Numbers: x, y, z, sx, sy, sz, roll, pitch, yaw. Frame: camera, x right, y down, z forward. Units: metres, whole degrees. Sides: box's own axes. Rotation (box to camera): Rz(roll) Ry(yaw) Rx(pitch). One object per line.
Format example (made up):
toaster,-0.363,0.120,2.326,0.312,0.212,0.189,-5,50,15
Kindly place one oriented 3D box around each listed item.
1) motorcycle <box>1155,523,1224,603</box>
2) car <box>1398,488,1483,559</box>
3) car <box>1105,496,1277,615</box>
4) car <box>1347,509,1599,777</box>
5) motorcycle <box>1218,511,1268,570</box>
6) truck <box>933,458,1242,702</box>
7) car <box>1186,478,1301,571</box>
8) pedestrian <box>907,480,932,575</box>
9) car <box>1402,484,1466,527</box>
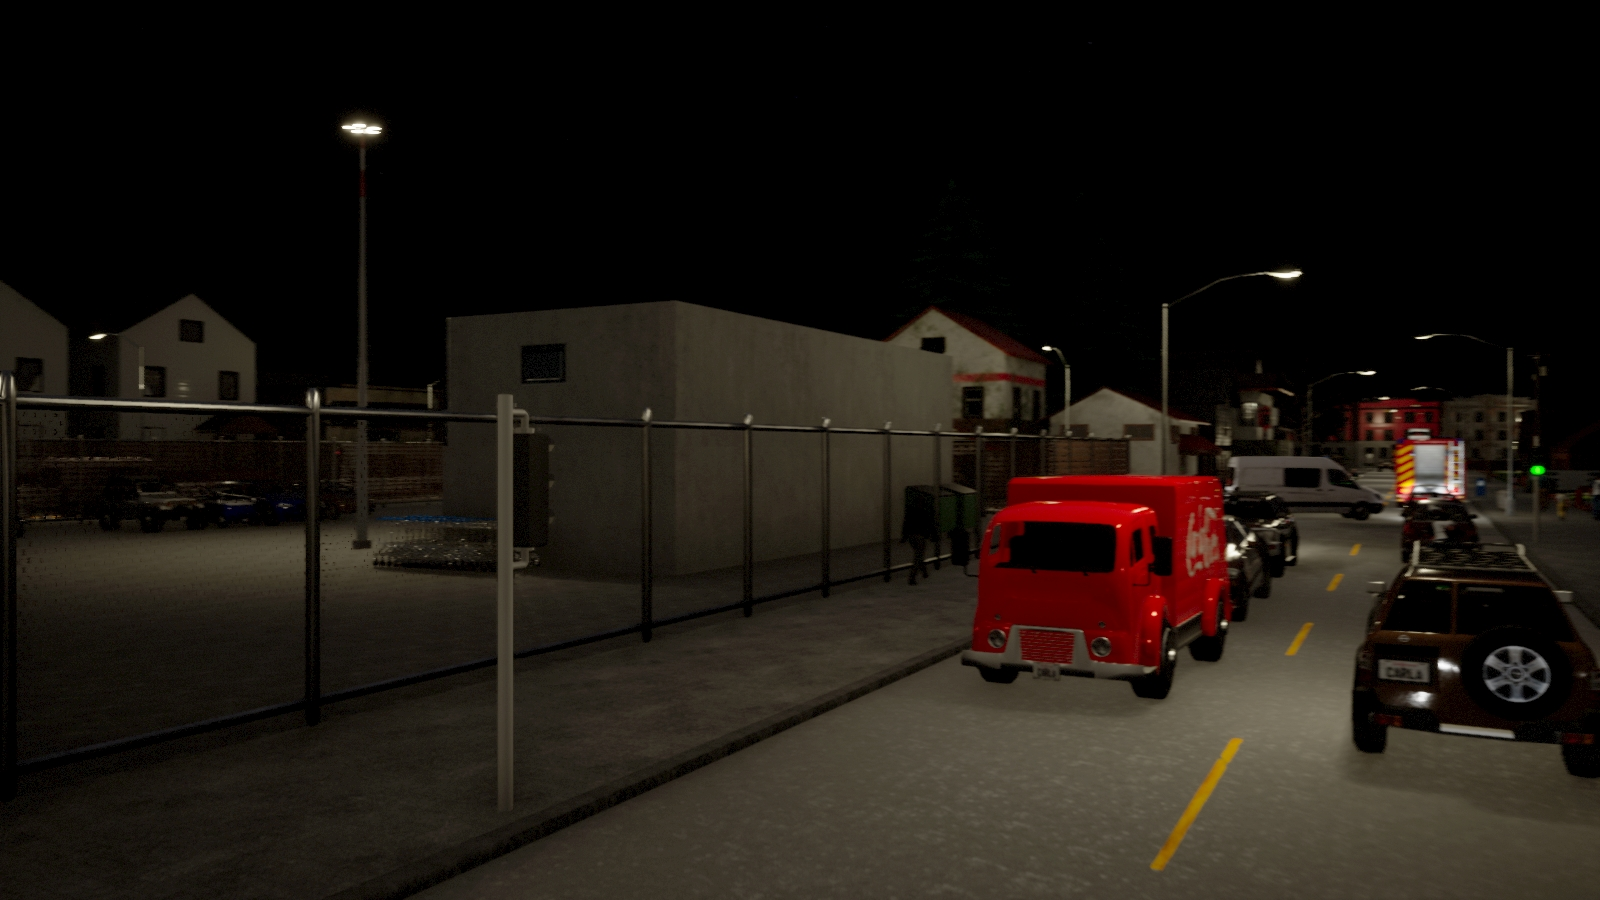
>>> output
motorcycle,6.907,1.967,20.209,0.856,1.236,1.805,0,0,28
car,16.285,1.811,29.126,1.789,1.549,3.705,0,0,28
car,7.240,1.777,20.788,2.152,1.651,5.027,0,0,28
car,6.669,1.646,11.416,1.932,1.855,4.605,0,0,29
motorcycle,9.948,1.999,25.625,0.803,1.145,2.033,0,0,28
truck,3.908,1.352,14.653,2.627,2.467,5.204,0,0,29
car,10.470,1.650,26.759,1.932,1.855,4.605,0,0,29
pedestrian,2.386,1.532,22.847,0.375,1.860,0.375,0,0,34
car,22.702,1.942,40.975,1.895,1.301,4.718,0,0,28
